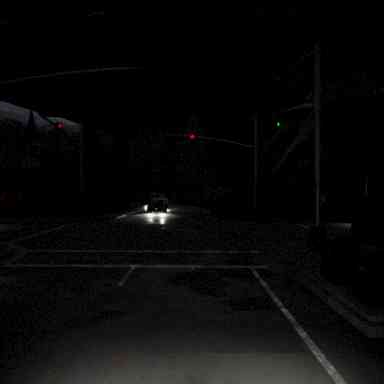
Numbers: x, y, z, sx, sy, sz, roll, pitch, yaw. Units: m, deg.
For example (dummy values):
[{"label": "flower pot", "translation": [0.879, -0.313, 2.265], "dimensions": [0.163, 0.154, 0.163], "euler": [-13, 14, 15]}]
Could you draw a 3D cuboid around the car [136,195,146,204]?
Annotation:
[{"label": "car", "translation": [-7.908, 1.597, 58.681], "dimensions": [1.895, 1.301, 4.718], "euler": [0, 0, -22]}]

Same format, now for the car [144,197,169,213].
[{"label": "car", "translation": [-3.757, 1.562, 36.485], "dimensions": [1.994, 1.385, 4.181], "euler": [0, 0, -2]}]

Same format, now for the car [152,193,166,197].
[{"label": "car", "translation": [-4.620, 1.219, 46.946], "dimensions": [2.150, 2.045, 5.566], "euler": [0, 0, -11]}]

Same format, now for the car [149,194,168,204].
[{"label": "car", "translation": [-6.596, 1.348, 64.907], "dimensions": [2.097, 1.767, 4.553], "euler": [0, 0, -27]}]

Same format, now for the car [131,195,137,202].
[{"label": "car", "translation": [-12.345, 1.475, 73.213], "dimensions": [4.902, 1.511, 2.128], "euler": [0, 0, 42]}]
